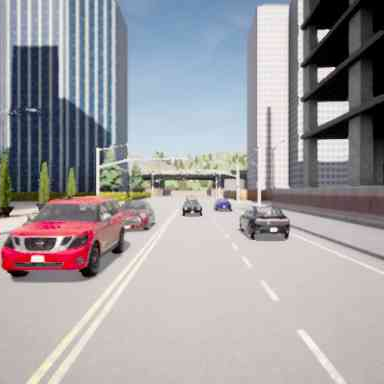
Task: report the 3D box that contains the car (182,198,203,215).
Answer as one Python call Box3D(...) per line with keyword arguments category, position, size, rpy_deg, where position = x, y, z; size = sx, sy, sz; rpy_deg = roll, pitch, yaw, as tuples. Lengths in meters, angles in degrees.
Box3D(category="car", position=(0.043, 1.521, 32.129), size=(1.895, 1.301, 4.718), rpy_deg=(0, 0, 0))

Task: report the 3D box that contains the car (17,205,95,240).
Box3D(category="car", position=(-7.025, 1.503, 17.977), size=(2.033, 1.411, 5.357), rpy_deg=(0, 0, 0))

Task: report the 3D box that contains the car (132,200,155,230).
Box3D(category="car", position=(-3.508, 1.301, 20.475), size=(2.097, 1.767, 4.553), rpy_deg=(0, 0, 0))

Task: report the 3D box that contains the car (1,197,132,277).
Box3D(category="car", position=(-3.579, 1.195, 10.486), size=(2.150, 2.045, 5.566), rpy_deg=(0, 0, 0))

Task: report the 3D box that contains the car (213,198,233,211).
Box3D(category="car", position=(3.564, 1.430, 38.806), size=(1.812, 1.442, 4.674), rpy_deg=(0, 0, 0))

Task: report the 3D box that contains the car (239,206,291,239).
Box3D(category="car", position=(3.593, 1.449, 17.042), size=(2.128, 1.511, 4.902), rpy_deg=(0, 0, 0))
